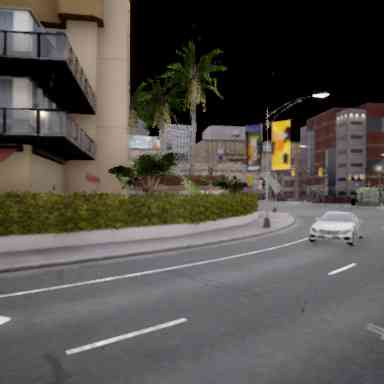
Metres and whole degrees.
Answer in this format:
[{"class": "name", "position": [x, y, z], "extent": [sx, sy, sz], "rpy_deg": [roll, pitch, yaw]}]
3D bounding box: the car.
[{"class": "car", "position": [7.150, 1.650, 16.153], "extent": [1.812, 1.442, 4.674], "rpy_deg": [0, 0, 35]}]
